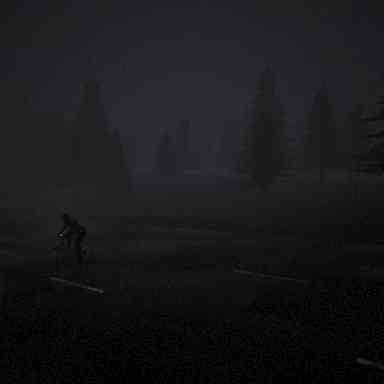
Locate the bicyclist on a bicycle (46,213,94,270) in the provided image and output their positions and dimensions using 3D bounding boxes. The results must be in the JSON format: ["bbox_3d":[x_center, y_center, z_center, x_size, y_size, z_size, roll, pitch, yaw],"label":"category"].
[{"bbox_3d":[-3.680,1.454,10.100,0.582,1.620,1.656,0,1,36],"label":"bicyclist on a bicycle"}]
